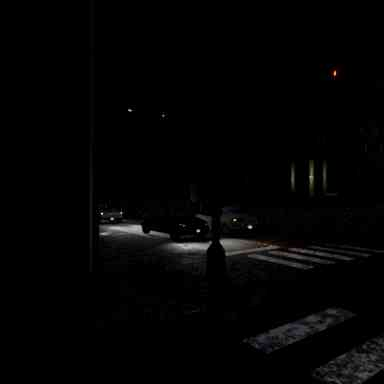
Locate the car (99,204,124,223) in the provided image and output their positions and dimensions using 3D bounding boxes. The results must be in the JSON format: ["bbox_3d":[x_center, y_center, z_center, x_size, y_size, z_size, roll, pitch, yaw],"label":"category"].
[{"bbox_3d":[-6.993,1.608,25.548,1.895,1.301,4.718,0,0,-36],"label":"car"}]

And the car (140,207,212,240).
[{"bbox_3d":[-1.066,1.530,17.339,1.812,1.442,4.674,0,0,-36],"label":"car"}]

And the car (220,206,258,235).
[{"bbox_3d":[1.641,1.534,18.788,1.812,1.442,4.674,0,0,-35],"label":"car"}]
